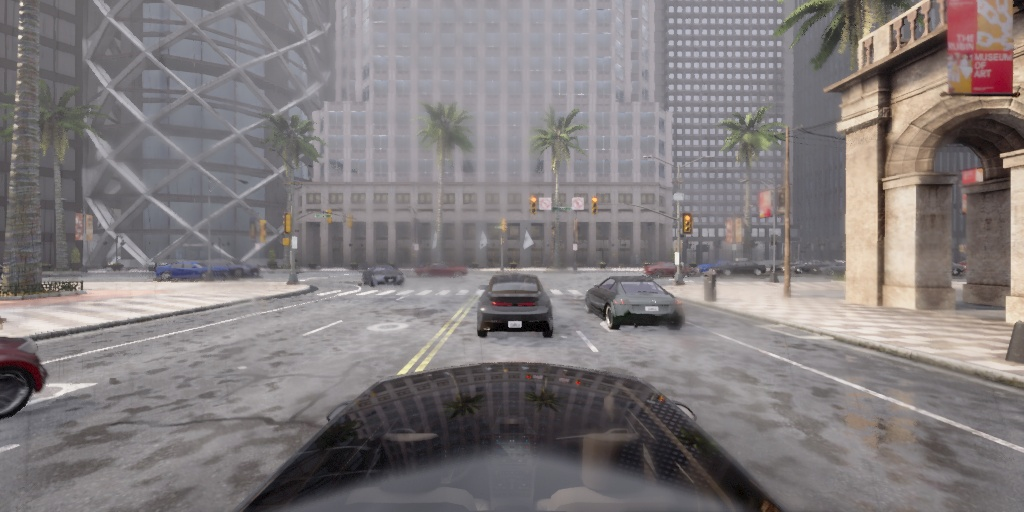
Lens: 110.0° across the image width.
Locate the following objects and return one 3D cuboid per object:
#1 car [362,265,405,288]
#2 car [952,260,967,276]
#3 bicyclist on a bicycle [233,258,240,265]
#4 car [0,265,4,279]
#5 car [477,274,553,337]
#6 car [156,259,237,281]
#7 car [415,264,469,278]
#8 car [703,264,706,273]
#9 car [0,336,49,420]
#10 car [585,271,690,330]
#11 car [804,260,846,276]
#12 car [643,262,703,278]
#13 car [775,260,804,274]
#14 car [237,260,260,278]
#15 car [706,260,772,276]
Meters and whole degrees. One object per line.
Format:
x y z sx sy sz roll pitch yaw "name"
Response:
-8.576 1.314 23.822 1.994 1.385 4.181 0 0 -33 "car"
43.029 1.242 36.683 4.902 1.511 2.128 0 0 0 "car"
-35.735 1.051 46.614 0.582 1.620 1.656 0 0 -12 "bicyclist on a bicycle"
-42.075 1.228 28.502 5.008 1.535 1.882 0 0 -32 "car"
0.080 1.255 10.293 1.837 1.490 4.892 0 0 0 "car"
-26.096 1.228 29.448 5.008 1.535 1.882 0 0 -4 "car"
-6.390 1.351 33.156 4.718 1.301 1.895 0 0 0 "car"
23.457 1.228 40.264 5.008 1.535 1.882 0 0 0 "car"
-7.100 1.314 2.908 1.994 1.385 4.181 0 0 0 "car"
3.584 1.314 11.158 1.994 1.385 4.181 0 0 0 "car"
33.063 1.314 36.733 4.181 1.385 1.994 0 0 0 "car"
14.562 1.276 33.082 4.674 1.442 1.812 0 0 0 "car"
33.030 1.242 40.231 4.902 1.511 2.128 0 0 0 "car"
-25.848 1.102 32.881 4.553 1.767 2.097 0 0 -4 "car"
23.195 1.228 36.765 5.008 1.535 1.882 0 0 0 "car"
